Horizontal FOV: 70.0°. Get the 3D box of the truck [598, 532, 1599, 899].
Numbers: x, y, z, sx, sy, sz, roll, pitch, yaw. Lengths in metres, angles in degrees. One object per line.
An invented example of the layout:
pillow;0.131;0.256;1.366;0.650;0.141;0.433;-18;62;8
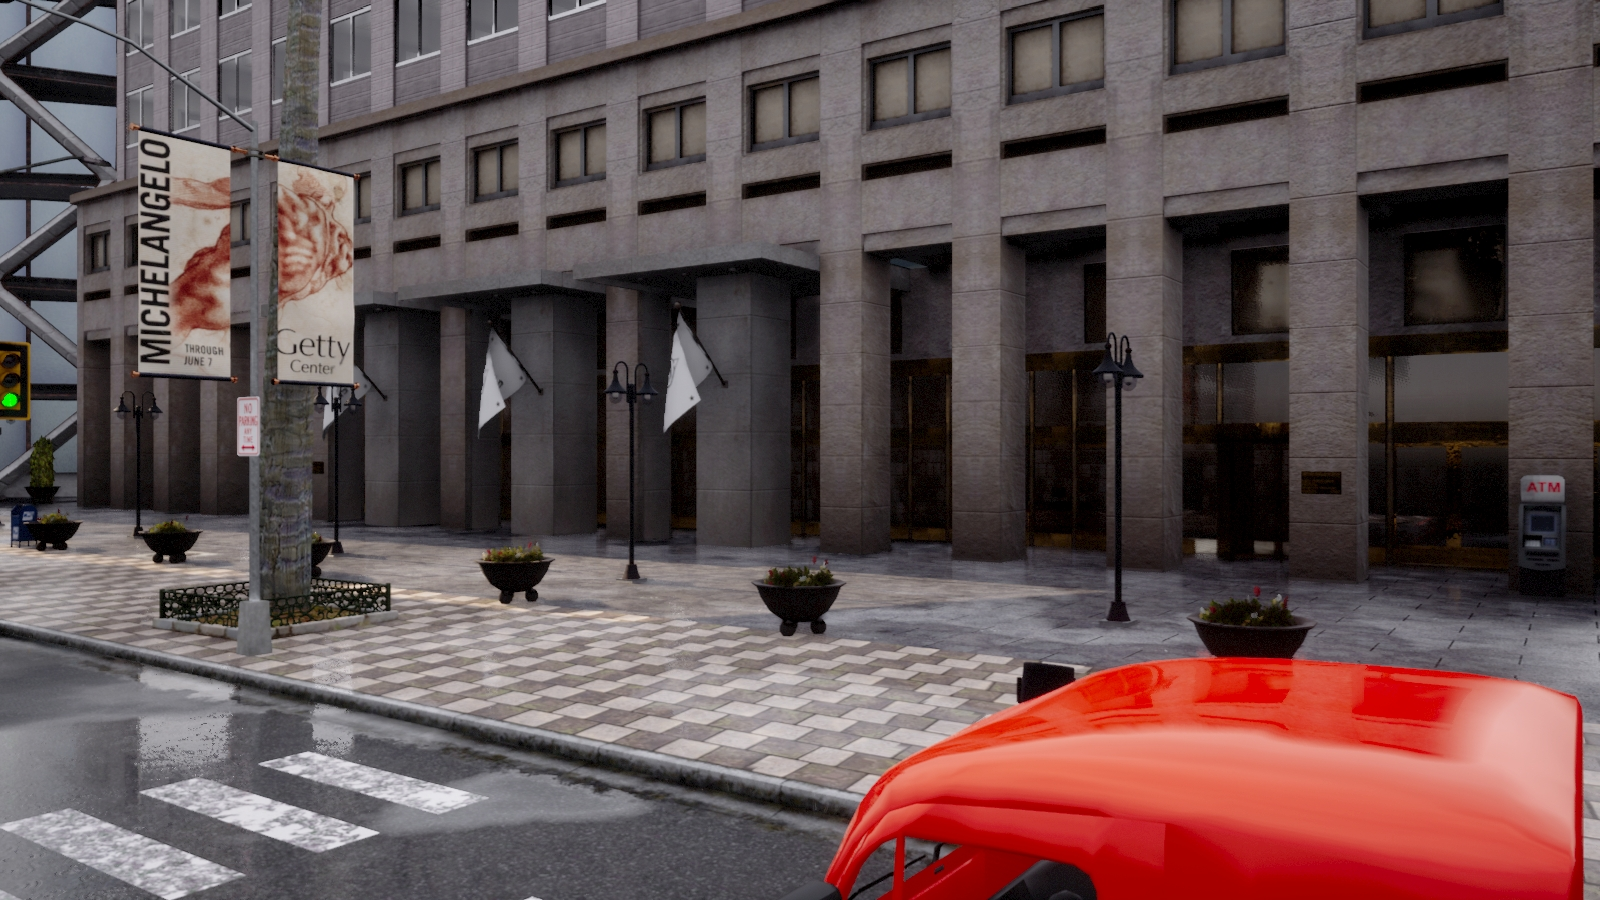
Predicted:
truck;2.448;1.568;2.088;5.204;2.467;2.627;0;0;35
